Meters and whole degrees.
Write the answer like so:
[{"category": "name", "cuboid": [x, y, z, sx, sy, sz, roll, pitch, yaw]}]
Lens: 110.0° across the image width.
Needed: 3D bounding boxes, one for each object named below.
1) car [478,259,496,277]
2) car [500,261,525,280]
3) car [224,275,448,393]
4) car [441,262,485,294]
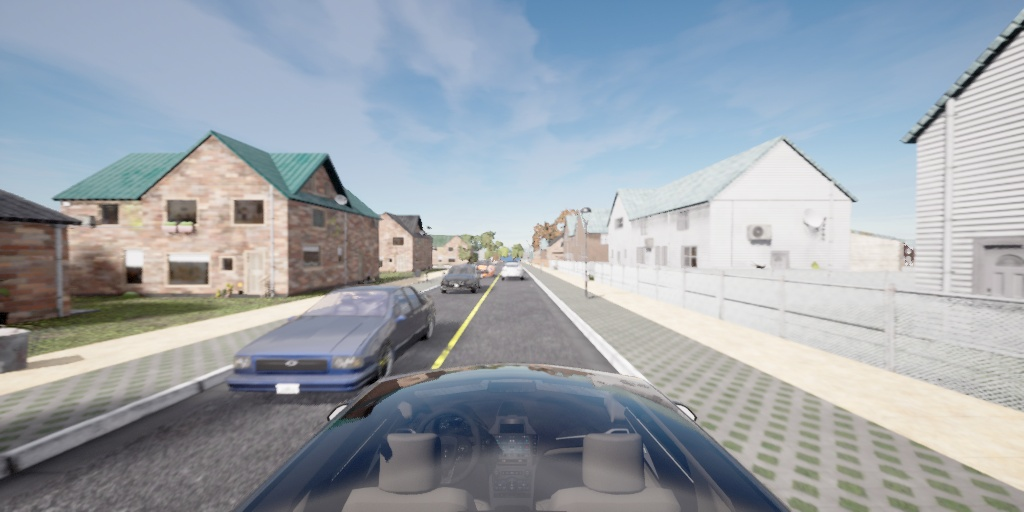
[{"category": "car", "cuboid": [-2.709, 1.177, 35.154, 2.097, 1.767, 4.553, 0, 0, 0]}, {"category": "car", "cuboid": [0.038, 1.301, 31.053, 1.812, 1.442, 4.674, 0, 0, 0]}, {"category": "car", "cuboid": [-2.842, 1.296, 7.208, 2.033, 1.411, 5.357, 0, 0, 0]}, {"category": "car", "cuboid": [-2.818, 1.261, 20.610, 1.837, 1.490, 4.892, 0, 0, 0]}]
